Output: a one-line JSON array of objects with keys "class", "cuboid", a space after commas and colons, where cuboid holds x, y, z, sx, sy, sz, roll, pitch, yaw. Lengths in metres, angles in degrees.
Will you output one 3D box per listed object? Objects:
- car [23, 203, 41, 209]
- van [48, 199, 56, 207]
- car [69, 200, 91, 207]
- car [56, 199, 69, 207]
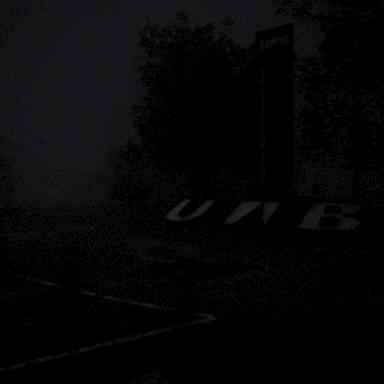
[{"class": "car", "cuboid": [-38.948, 3.488, 81.908, 4.674, 1.452, 2.002, -4, -2, 41]}, {"class": "van", "cuboid": [-30.681, 2.633, 74.803, 4.442, 1.987, 1.878, -4, -2, 41]}, {"class": "car", "cuboid": [-22.244, 2.298, 67.581, 4.674, 1.452, 2.002, -4, -4, 41]}, {"class": "car", "cuboid": [-26.419, 2.585, 71.145, 4.792, 1.488, 2.163, -4, -2, 41]}]
